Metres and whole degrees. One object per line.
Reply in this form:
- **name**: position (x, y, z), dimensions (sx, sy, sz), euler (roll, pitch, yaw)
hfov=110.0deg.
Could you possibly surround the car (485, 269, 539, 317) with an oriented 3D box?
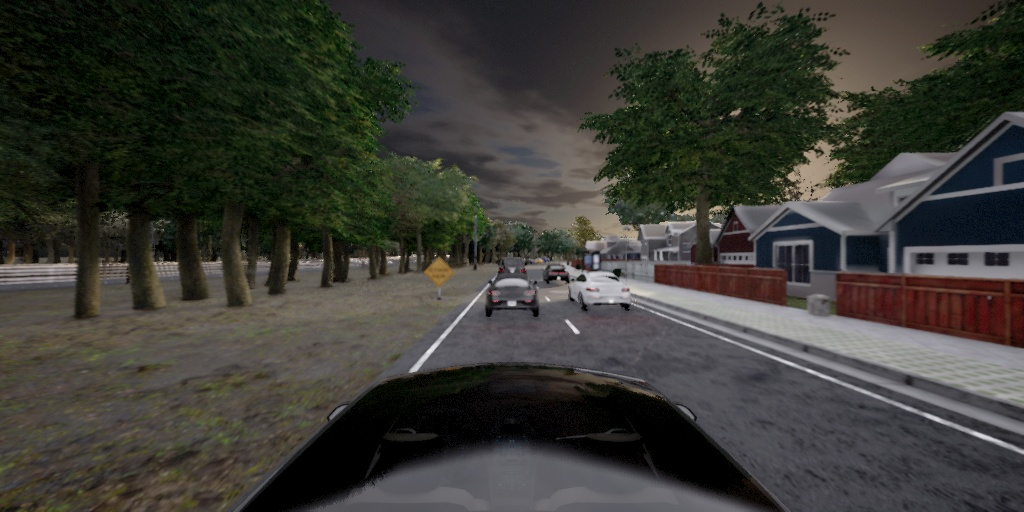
- **car**: position (0.033, 1.357, 13.566), dimensions (1.812, 1.442, 4.674), euler (0, -1, 1)

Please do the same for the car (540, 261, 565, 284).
- **car**: position (3.542, 1.418, 29.300), dimensions (1.837, 1.490, 4.892), euler (0, 0, 1)

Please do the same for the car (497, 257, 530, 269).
- **car**: position (0.030, 1.131, 28.200), dimensions (2.150, 2.045, 5.566), euler (0, 0, 0)

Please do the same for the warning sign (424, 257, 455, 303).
- **warning sign**: position (-3.050, 0.956, 15.028), dimensions (1.300, 1.860, 1.060), euler (0, 0, 0)

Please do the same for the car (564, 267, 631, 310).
- **car**: position (3.548, 1.365, 15.039), dimensions (1.812, 1.442, 4.674), euler (0, 0, 1)
